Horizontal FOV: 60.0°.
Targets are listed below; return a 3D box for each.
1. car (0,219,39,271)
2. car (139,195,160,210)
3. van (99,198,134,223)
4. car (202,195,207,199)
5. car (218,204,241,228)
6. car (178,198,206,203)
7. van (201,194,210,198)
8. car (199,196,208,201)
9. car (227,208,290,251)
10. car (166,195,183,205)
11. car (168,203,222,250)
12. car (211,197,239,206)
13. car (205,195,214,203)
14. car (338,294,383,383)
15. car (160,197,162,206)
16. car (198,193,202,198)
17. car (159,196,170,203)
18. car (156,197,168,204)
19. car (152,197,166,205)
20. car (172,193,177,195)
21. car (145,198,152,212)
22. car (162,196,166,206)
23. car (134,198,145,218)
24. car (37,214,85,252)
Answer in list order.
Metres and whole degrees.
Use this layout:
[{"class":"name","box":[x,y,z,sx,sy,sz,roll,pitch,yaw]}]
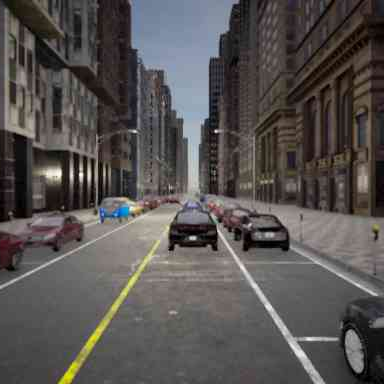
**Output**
[{"class":"car","box":[-5.763,1.581,8.276,1.802,1.307,4.206,0,0,0]},{"class":"car","box":[-5.761,1.315,41.888,2.192,1.841,5.009,0,0,0]},{"class":"van","box":[-5.763,1.340,25.082,1.690,1.788,3.998,0,0,0]},{"class":"car","box":[2.765,1.526,47.674,1.752,1.417,4.829,0,0,0]},{"class":"car","box":[2.763,1.580,19.495,1.802,1.307,4.206,0,0,0]},{"class":"car","box":[0.053,1.524,28.680,1.812,1.442,4.674,0,0,1]},{"class":"van","box":[2.765,1.343,53.106,1.690,1.788,3.998,0,0,0]},{"class":"car","box":[2.768,1.584,81.114,1.947,1.339,4.313,0,0,0]},{"class":"car","box":[2.762,1.564,13.893,1.947,1.339,4.313,0,0,0]},{"class":"car","box":[-3.046,1.605,58.145,1.895,1.301,4.718,0,0,1]},{"class":"car","box":[0.059,1.476,14.272,1.882,1.535,5.008,0,0,1]},{"class":"car","box":[2.763,1.439,25.097,1.967,1.590,4.097,0,0,0]},{"class":"car","box":[2.764,1.439,36.300,1.967,1.590,4.097,0,0,0]},{"class":"car","box":[2.761,1.550,2.690,2.008,1.369,4.403,0,0,0]},{"class":"car","box":[-5.760,1.583,47.491,1.802,1.307,4.206,0,0,0]},{"class":"car","box":[2.766,1.322,64.309,2.192,1.841,5.009,0,0,0]},{"class":"car","box":[-5.758,1.576,69.898,1.947,1.339,4.313,0,0,0]},{"class":"car","box":[-5.759,1.573,64.296,1.947,1.339,4.313,0,0,0]},{"class":"car","box":[-5.759,1.555,58.695,2.008,1.369,4.403,0,0,0]},{"class":"car","box":[-5.757,1.567,86.705,1.887,1.381,4.507,0,0,0]},{"class":"car","box":[-5.761,1.582,36.286,1.802,1.307,4.206,0,0,0]},{"class":"car","box":[-5.760,1.443,53.092,1.967,1.590,4.097,0,0,0]},{"class":"car","box":[-5.762,1.524,30.514,1.752,1.417,4.829,0,0,0]},{"class":"car","box":[-5.763,1.581,13.877,1.802,1.307,4.206,0,0,0]}]
